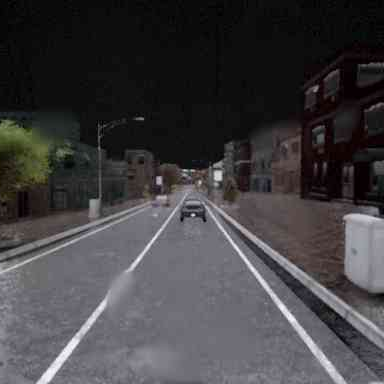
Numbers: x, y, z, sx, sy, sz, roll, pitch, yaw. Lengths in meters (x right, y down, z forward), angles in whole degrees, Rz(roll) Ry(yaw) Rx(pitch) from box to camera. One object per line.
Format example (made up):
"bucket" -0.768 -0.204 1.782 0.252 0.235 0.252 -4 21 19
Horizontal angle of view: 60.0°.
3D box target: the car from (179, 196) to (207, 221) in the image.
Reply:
"car" 0.082 1.324 25.448 1.837 1.490 4.892 0 1 0

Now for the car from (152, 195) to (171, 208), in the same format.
"car" -3.594 1.131 40.032 1.812 1.442 4.674 0 1 0
